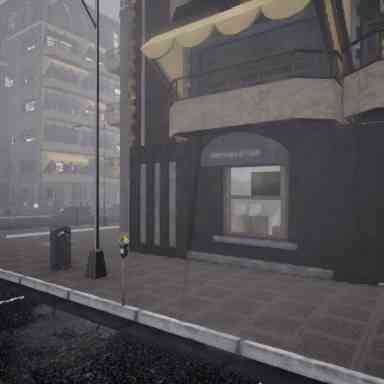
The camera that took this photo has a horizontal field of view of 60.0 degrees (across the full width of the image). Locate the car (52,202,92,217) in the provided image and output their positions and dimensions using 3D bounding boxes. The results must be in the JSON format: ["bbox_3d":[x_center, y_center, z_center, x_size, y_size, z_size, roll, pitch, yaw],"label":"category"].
[{"bbox_3d":[-12.690,1.821,35.246,1.967,1.590,4.097,-1,-1,35],"label":"car"}]

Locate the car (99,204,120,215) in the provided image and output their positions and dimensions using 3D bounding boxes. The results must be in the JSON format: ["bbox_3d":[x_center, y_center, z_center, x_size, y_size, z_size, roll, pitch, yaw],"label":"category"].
[{"bbox_3d":[-9.407,2.063,39.871,1.802,1.307,4.206,-1,-1,35],"label":"car"}]
